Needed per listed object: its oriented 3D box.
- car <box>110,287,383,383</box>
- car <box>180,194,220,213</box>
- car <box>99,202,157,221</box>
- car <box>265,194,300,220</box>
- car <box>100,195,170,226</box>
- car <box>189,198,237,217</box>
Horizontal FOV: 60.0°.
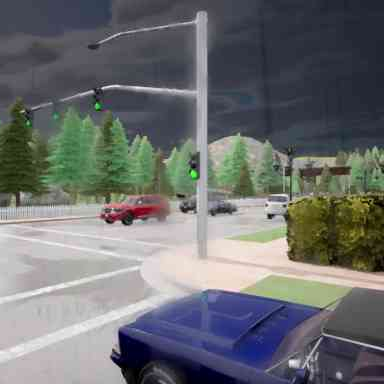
[{"bbox_3d":[1.467,1.601,2.919,4.718,1.301,1.895,0,0,36],"label":"car"},{"bbox_3d":[1.036,1.221,36.144,2.150,2.045,5.566,0,0,39],"label":"car"},{"bbox_3d":[-5.299,1.601,28.161,1.895,1.301,4.718,0,0,38],"label":"car"},{"bbox_3d":[8.099,1.221,27.851,2.150,2.045,5.566,0,0,38],"label":"car"},{"bbox_3d":[-3.951,1.221,24.227,2.150,2.045,5.566,0,0,38],"label":"car"},{"bbox_3d":[2.416,1.547,32.257,2.033,1.411,5.357,0,0,38],"label":"car"}]
